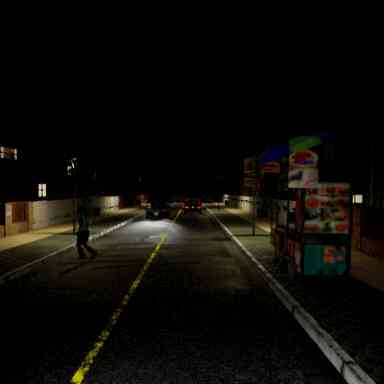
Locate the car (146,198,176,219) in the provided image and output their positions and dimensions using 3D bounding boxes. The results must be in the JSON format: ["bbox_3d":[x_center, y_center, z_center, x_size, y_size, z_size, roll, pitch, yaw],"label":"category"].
[{"bbox_3d":[-2.852,1.483,28.975,2.128,1.511,4.902,0,0,0],"label":"car"}]

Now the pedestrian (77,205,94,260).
[{"bbox_3d":[-3.557,1.289,10.870,0.375,1.860,0.375,-1,1,-2],"label":"pedestrian"}]

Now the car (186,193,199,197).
[{"bbox_3d":[0.084,1.211,44.637,2.150,2.045,5.566,0,0,0],"label":"car"}]

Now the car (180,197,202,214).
[{"bbox_3d":[0.093,1.538,34.721,2.033,1.411,5.357,0,0,0],"label":"car"}]

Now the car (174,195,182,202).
[{"bbox_3d":[-2.753,1.463,69.329,1.882,1.535,5.008,0,0,0],"label":"car"}]

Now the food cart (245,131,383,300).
[{"bbox_3d":[3.048,0.462,9.413,2.280,3.560,4.660,1,1,0],"label":"food cart"}]
